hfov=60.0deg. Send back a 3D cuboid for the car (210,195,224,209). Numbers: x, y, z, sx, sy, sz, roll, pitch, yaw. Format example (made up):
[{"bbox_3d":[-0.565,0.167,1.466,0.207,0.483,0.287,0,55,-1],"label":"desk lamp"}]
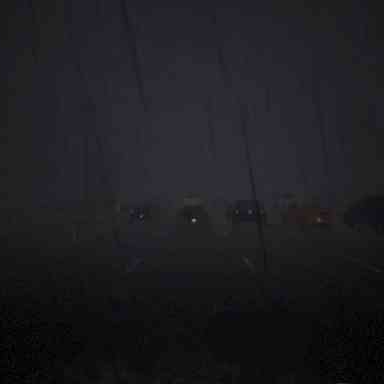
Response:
[{"bbox_3d":[3.594,1.390,41.510,1.812,1.442,4.674,0,0,0],"label":"car"}]

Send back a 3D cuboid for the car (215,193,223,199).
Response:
[{"bbox_3d":[7.015,1.075,86.076,1.812,1.442,4.674,0,0,0],"label":"car"}]

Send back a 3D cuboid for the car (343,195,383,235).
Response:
[{"bbox_3d":[10.603,1.160,18.632,2.150,2.045,5.566,0,0,0],"label":"car"}]

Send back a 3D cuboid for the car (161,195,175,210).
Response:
[{"bbox_3d":[-3.406,1.390,41.485,1.812,1.442,4.674,0,0,0],"label":"car"}]

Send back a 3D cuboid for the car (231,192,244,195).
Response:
[{"bbox_3d":[10.513,0.969,75.685,2.150,2.045,5.566,0,0,0],"label":"car"}]

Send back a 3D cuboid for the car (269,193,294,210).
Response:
[{"bbox_3d":[10.607,1.091,39.685,2.150,2.045,5.566,0,0,0],"label":"car"}]

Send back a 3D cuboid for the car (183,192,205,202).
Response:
[{"bbox_3d":[0.108,1.092,39.669,2.150,2.045,5.566,0,0,0],"label":"car"}]

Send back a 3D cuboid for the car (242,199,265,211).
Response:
[{"bbox_3d":[7.107,1.473,38.926,1.895,1.301,4.718,0,0,0],"label":"car"}]

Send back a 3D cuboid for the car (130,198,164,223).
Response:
[{"bbox_3d":[-3.410,1.445,24.729,1.812,1.442,4.674,0,0,0],"label":"car"}]

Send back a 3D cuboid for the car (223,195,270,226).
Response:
[{"bbox_3d":[3.604,1.277,22.816,2.097,1.767,4.553,0,0,0],"label":"car"}]

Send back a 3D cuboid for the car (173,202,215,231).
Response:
[{"bbox_3d":[0.104,1.499,19.917,1.994,1.385,4.181,0,0,0],"label":"car"}]

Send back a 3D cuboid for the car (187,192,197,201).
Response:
[{"bbox_3d":[0.013,0.970,75.686,2.150,2.045,5.566,0,0,0],"label":"car"}]

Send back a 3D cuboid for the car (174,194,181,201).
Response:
[{"bbox_3d":[-3.487,1.269,76.491,2.128,1.511,4.902,0,0,0],"label":"car"}]

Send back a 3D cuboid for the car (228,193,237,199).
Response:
[{"bbox_3d":[10.515,1.075,86.075,1.812,1.442,4.674,0,0,0],"label":"car"}]

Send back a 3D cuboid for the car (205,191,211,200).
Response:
[{"bbox_3d":[3.513,1.221,76.490,1.882,1.535,5.008,0,0,0],"label":"car"}]

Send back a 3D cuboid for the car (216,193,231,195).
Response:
[{"bbox_3d":[7.013,1.296,76.073,1.994,1.385,4.181,0,0,0],"label":"car"}]

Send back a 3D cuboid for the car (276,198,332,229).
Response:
[{"bbox_3d":[7.103,1.408,21.135,1.882,1.535,5.008,0,0,0],"label":"car"}]
